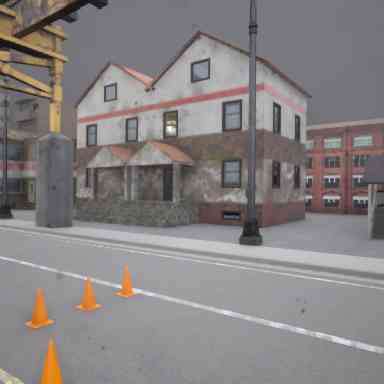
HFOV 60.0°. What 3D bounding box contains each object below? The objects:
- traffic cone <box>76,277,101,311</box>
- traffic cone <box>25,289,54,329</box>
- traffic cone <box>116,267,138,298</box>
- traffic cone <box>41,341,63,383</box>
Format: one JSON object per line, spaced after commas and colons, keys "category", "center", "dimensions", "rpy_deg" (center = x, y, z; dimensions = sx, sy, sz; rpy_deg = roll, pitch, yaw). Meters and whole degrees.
{"category": "traffic cone", "center": [-2.011, 1.949, 6.475], "dimensions": [0.340, 0.580, 0.340], "rpy_deg": [0, 0, 36]}
{"category": "traffic cone", "center": [-2.595, 1.949, 5.664], "dimensions": [0.340, 0.580, 0.340], "rpy_deg": [0, 0, 36]}
{"category": "traffic cone", "center": [-1.426, 1.949, 7.286], "dimensions": [0.340, 0.580, 0.340], "rpy_deg": [0, 0, 36]}
{"category": "traffic cone", "center": [-1.558, 1.952, 3.683], "dimensions": [0.340, 0.580, 0.340], "rpy_deg": [0, 0, 36]}
